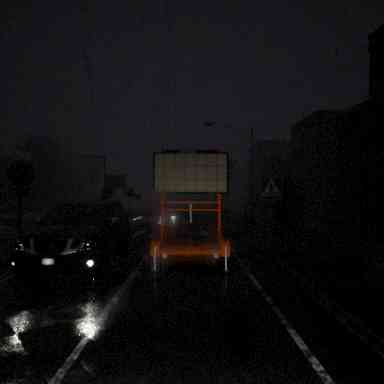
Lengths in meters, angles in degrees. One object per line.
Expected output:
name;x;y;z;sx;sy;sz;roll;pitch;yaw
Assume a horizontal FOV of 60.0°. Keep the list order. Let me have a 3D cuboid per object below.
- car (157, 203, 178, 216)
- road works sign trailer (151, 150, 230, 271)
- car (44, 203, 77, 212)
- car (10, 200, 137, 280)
car;-3.212;2.437;44.536;1.895;1.301;4.718;0;-1;0
road works sign trailer;-0.038;0.451;10.754;2.380;3.560;2.880;0;-1;0
car;-21.895;2.584;55.322;4.674;1.452;2.002;0;-1;0
car;-3.346;1.286;10.437;2.150;2.045;5.566;0;-1;0
